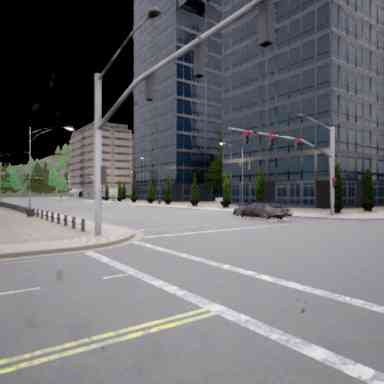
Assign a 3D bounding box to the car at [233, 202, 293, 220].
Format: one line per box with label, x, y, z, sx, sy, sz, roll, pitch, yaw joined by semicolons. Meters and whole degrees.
car;5.719;1.501;27.299;2.033;1.411;5.357;0;0;-33
